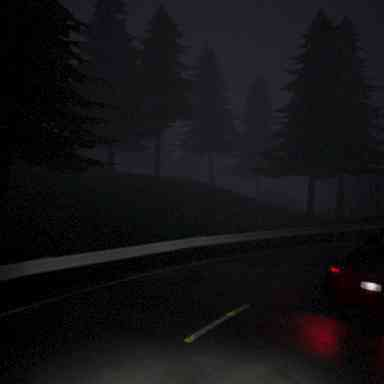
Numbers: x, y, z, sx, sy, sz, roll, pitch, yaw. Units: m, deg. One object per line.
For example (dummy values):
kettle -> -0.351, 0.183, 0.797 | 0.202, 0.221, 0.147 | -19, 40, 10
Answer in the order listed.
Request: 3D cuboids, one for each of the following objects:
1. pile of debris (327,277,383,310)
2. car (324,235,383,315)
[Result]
pile of debris -> 4.176, 2.244, 7.409 | 1.860, 0.140, 1.500 | 1, -1, -42
car -> 4.575, 1.634, 7.190 | 4.181, 1.385, 1.994 | 1, -1, -44
